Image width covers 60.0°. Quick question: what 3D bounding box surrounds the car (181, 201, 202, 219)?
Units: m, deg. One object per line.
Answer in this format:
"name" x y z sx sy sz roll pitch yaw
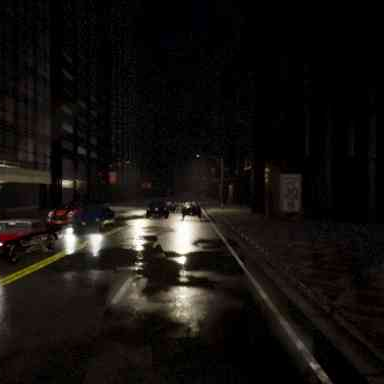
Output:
"car" -0.028 1.790 32.777 2.128 1.511 4.902 0 -1 0

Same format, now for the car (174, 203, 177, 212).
"car" -3.260 1.984 46.318 1.994 1.385 4.181 0 -1 1

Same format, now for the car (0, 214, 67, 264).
"car" -6.609 1.714 12.357 1.895 1.301 4.718 0 -1 0

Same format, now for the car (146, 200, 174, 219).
"car" -3.275 1.654 33.107 2.097 1.767 4.553 0 0 0

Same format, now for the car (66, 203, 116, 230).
"car" -6.616 1.686 22.821 1.882 1.535 5.008 0 -1 0

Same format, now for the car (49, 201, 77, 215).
"car" -9.781 1.658 26.722 2.097 1.767 4.553 0 -1 0

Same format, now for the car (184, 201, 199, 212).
"car" -0.006 1.985 46.400 1.994 1.385 4.181 0 -1 0
